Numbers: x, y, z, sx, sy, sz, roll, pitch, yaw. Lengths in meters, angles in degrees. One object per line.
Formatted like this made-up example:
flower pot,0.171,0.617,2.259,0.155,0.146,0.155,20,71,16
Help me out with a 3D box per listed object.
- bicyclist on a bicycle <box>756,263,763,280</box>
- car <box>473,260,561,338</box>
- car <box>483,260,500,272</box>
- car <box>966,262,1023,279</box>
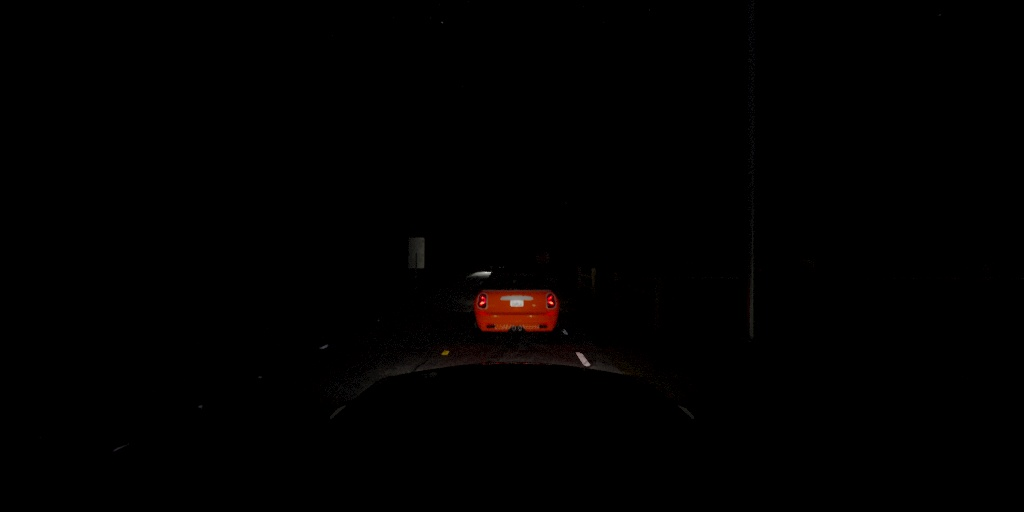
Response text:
bicyclist on a bicycle,19.936,1.198,29.307,0.582,1.620,1.656,0,0,0
car,0.102,1.111,10.344,2.097,1.767,4.553,0,0,0
car,-2.802,1.392,50.260,2.128,1.511,4.902,0,0,0
car,44.400,1.318,32.430,5.008,1.535,1.882,0,-2,0
